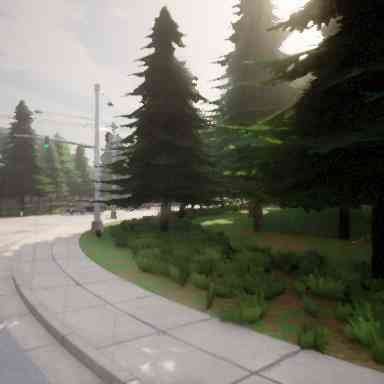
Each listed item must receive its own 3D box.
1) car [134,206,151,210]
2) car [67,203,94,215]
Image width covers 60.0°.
[{"bbox_3d":[-7.208,1.677,44.694,1.812,1.442,4.674,0,0,25],"label":"car"},{"bbox_3d":[-11.215,1.599,35.666,2.128,1.511,4.902,0,0,23],"label":"car"}]
